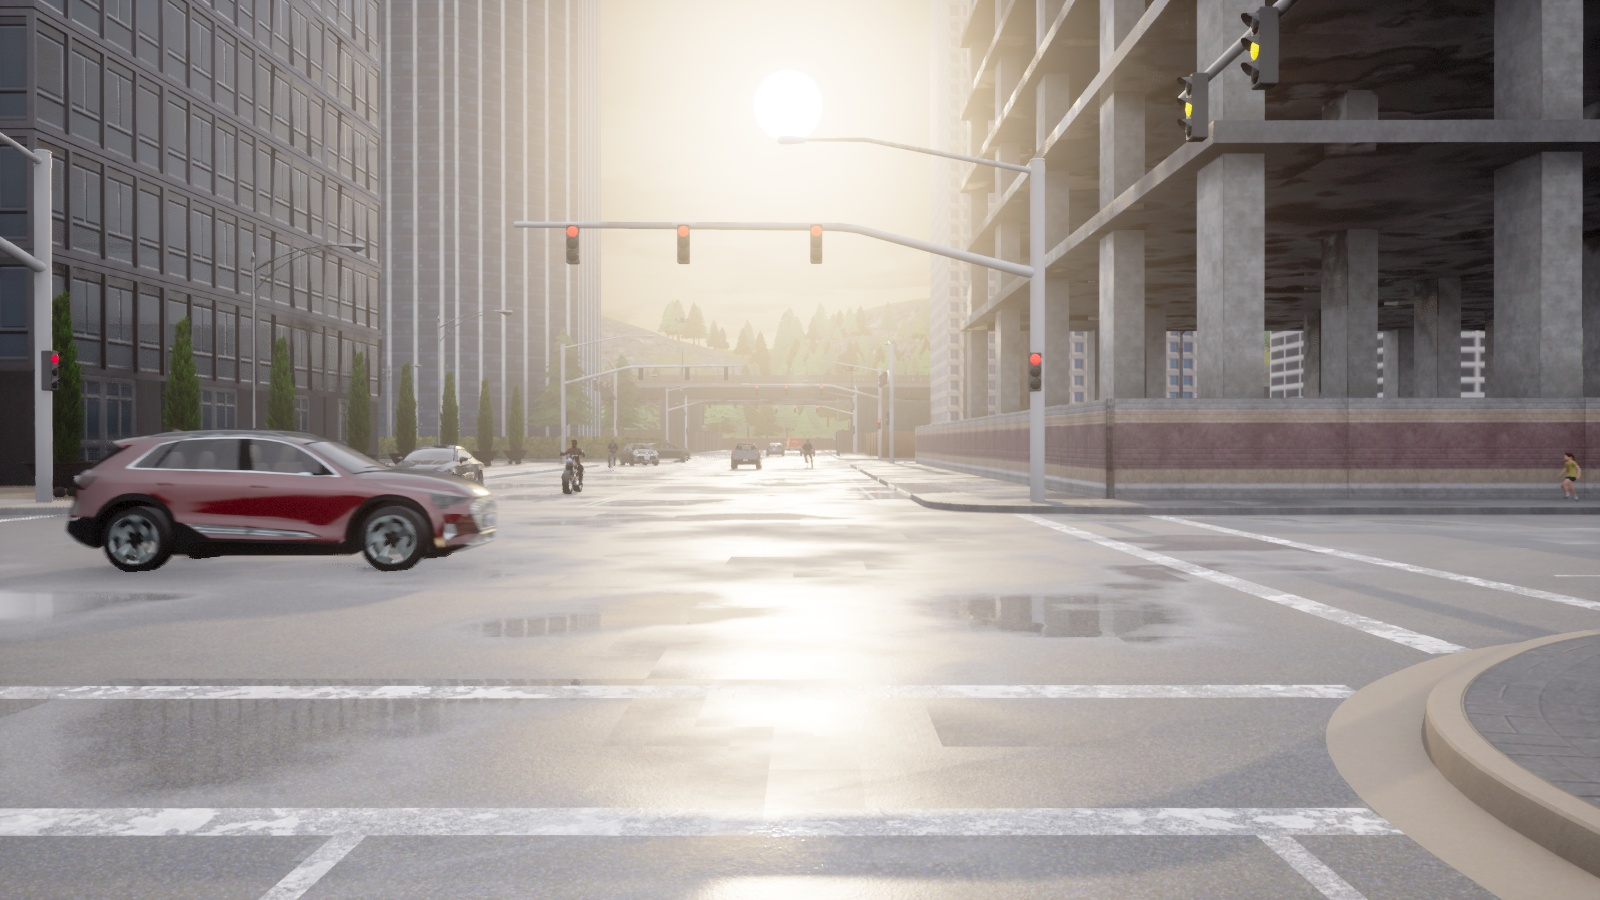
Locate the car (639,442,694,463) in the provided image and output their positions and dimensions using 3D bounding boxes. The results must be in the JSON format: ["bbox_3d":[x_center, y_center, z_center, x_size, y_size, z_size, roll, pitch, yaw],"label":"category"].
[{"bbox_3d":[-10.053,0.182,94.768,3.705,1.549,1.789,0,1,-27],"label":"car"}]

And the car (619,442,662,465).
[{"bbox_3d":[-10.524,0.237,82.545,1.970,1.475,3.806,0,0,-21],"label":"car"}]

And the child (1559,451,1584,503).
[{"bbox_3d":[16.686,0.586,27.166,0.394,1.110,0.255,0,0,5],"label":"child"}]

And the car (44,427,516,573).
[{"bbox_3d":[-6.085,0.556,15.164,4.856,1.649,2.033,0,0,-1],"label":"car"}]

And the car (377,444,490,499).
[{"bbox_3d":[-10.276,0.563,35.566,1.812,1.442,4.674,0,0,0],"label":"car"}]

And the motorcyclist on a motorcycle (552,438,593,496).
[{"bbox_3d":[-6.765,0.480,37.403,0.766,1.649,2.350,0,0,0],"label":"motorcyclist on a motorcycle"}]

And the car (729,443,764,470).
[{"bbox_3d":[-3.061,0.351,72.112,1.845,1.501,3.633,0,0,0],"label":"car"}]
